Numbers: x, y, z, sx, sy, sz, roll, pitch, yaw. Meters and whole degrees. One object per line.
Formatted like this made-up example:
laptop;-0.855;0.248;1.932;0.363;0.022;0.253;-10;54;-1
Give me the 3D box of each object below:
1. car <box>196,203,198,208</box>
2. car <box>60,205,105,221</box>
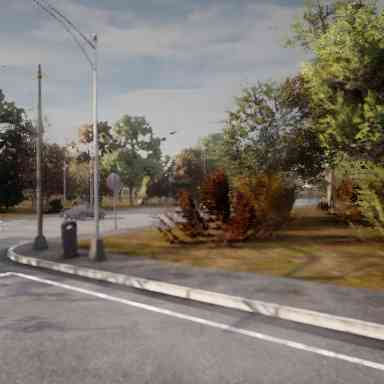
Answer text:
car;1.890;1.845;49.765;2.128;1.511;4.902;-1;-1;32
car;-10.071;1.901;30.835;1.994;1.385;4.181;-1;0;32
